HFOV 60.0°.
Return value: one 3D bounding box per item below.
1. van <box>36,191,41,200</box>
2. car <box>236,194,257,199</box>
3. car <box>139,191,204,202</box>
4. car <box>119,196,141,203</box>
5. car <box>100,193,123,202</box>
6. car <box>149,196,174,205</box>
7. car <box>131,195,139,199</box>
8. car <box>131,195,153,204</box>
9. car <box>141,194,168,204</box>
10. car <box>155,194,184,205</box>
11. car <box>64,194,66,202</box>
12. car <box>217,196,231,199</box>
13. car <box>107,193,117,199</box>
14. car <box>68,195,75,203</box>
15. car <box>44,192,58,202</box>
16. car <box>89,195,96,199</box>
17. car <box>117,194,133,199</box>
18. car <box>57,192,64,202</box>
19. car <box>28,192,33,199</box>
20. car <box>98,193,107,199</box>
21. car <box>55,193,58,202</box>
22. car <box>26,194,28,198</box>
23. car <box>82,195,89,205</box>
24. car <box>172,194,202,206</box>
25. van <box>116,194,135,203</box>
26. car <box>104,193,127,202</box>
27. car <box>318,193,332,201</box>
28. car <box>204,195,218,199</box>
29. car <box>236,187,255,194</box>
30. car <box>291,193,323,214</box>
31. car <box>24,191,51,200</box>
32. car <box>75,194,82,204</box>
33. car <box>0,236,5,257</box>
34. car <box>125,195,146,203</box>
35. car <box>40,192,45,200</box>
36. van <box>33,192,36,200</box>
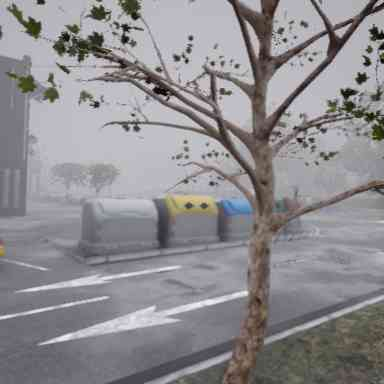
[{"bbox_3d":[-30.452,0.955,71.544,1.878,1.987,4.442,1,-1,35],"label":"van"},{"bbox_3d":[7.888,1.592,46.275,2.185,1.767,4.553,1,-2,35],"label":"car"},{"bbox_3d":[-1.707,0.919,30.299,2.435,2.045,5.566,1,-1,35],"label":"car"},{"bbox_3d":[-14.540,1.727,78.521,2.231,1.521,4.892,1,-2,35],"label":"car"},{"bbox_3d":[-21.427,1.475,88.482,2.435,2.045,5.566,1,-2,35],"label":"car"},{"bbox_3d":[-6.033,1.711,65.953,1.946,1.575,5.366,1,-2,35],"label":"car"},{"bbox_3d":[-3.390,1.212,32.753,2.002,1.452,4.674,1,-1,35],"label":"car"},{"bbox_3d":[-11.115,1.597,73.535,2.185,1.767,4.553,1,-2,35],"label":"car"},{"bbox_3d":[-7.628,1.473,68.620,2.435,2.045,5.566,1,-2,35],"label":"car"},{"bbox_3d":[-4.218,1.469,63.607,2.435,2.045,5.566,1,-2,35],"label":"car"},{"bbox_3d":[-16.891,1.178,52.200,2.097,1.535,5.008,1,-1,35],"label":"car"},{"bbox_3d":[6.157,1.592,48.758,2.185,1.767,4.553,1,-2,35],"label":"car"},{"bbox_3d":[-6.782,1.047,37.591,2.185,1.767,4.553,0,-1,35],"label":"car"},{"bbox_3d":[-15.301,1.171,49.611,1.946,1.575,5.366,1,-1,35],"label":"car"},{"bbox_3d":[-25.344,1.055,64.326,2.185,1.767,4.553,0,-1,35],"label":"car"},{"bbox_3d":[-10.137,1.176,42.469,2.231,1.521,4.892,0,-1,35],"label":"car"},{"bbox_3d":[-5.081,1.173,35.180,2.231,1.521,4.892,0,-1,35],"label":"car"},{"bbox_3d":[-18.676,1.173,54.472,1.946,1.575,5.366,1,-1,35],"label":"car"},{"bbox_3d":[-33.752,0.931,76.529,2.435,2.045,5.566,0,-1,35],"label":"car"},{"bbox_3d":[-8.352,1.174,40.199,1.946,1.575,5.366,0,-1,35],"label":"car"},{"bbox_3d":[-20.255,1.209,57.084,2.163,1.488,4.792,0,-1,35],"label":"car"},{"bbox_3d":[-35.439,0.931,78.960,2.435,2.045,5.566,0,-1,35],"label":"car"},{"bbox_3d":[-11.838,1.205,44.879,2.163,1.488,4.792,1,-1,35],"label":"car"},{"bbox_3d":[-0.729,1.470,58.691,2.435,2.045,5.566,1,-2,35],"label":"car"},{"bbox_3d":[-16.199,1.505,81.104,1.878,1.987,4.442,1,-2,35],"label":"van"},{"bbox_3d":[-19.715,1.473,85.945,2.435,2.045,5.566,1,-2,35],"label":"car"},{"bbox_3d":[16.898,0.868,45.308,1.812,1.442,4.674,2,2,-35],"label":"car"},{"bbox_3d":[2.687,1.466,53.676,2.435,2.045,5.566,1,-2,35],"label":"car"},{"bbox_3d":[9.362,-0.064,56.314,1.812,1.442,4.674,2,3,-34],"label":"car"},{"bbox_3d":[13.051,1.463,38.834,2.435,2.045,5.566,1,-2,35],"label":"car"},{"bbox_3d":[-38.832,0.930,83.768,2.435,2.045,5.566,1,-1,35],"label":"car"},{"bbox_3d":[-13.507,1.176,47.331,2.097,1.535,5.008,0,-1,35],"label":"car"},{"bbox_3d":[-7.959,1.448,10.441,5.366,1.575,1.946,-1,0,35],"label":"car"},{"bbox_3d":[-12.850,1.598,76.018,2.185,1.767,4.553,1,-2,35],"label":"car"},{"bbox_3d":[-27.019,1.183,66.785,2.231,1.521,4.892,1,-1,35],"label":"car"},{"bbox_3d":[-32.140,0.954,73.975,1.878,1.987,4.442,1,-1,35],"label":"van"}]
